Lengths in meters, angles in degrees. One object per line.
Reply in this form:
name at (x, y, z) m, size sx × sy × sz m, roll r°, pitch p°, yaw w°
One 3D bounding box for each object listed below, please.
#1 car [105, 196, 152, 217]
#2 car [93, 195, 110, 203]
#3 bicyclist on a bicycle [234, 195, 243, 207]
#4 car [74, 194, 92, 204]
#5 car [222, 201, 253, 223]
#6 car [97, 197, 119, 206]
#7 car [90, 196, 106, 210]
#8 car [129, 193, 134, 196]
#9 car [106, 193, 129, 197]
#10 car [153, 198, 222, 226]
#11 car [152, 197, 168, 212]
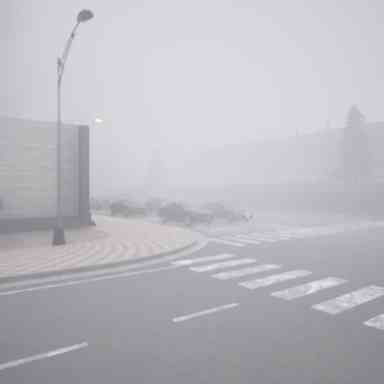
car at (-5.927, 1.403, 30.695) m, size 1.882 × 1.535 × 5.008 m, roll 0°, pitch 0°, yaw -36°
car at (-17.952, 1.435, 65.698) m, size 1.812 × 1.442 × 4.674 m, roll 0°, pitch 0°, yaw -36°
bicyclist on a bicycle at (5.491, 1.205, 39.627) m, size 1.656 × 1.620 × 0.582 m, roll 0°, pitch 0°, yaw -36°
car at (-20.982, 1.267, 63.968) m, size 2.097 × 1.767 × 4.553 m, roll 0°, pitch 0°, yaw -36°
car at (2.463, 1.412, 24.988) m, size 2.128 × 1.511 × 4.902 m, roll 0°, pitch 0°, yaw -36°
car at (-13.629, 1.516, 53.821) m, size 1.895 × 1.301 × 4.718 m, roll 0°, pitch 0°, yaw -36°
car at (-12.412, 1.277, 39.763) m, size 2.097 × 1.767 × 4.553 m, roll 0°, pitch 0°, yaw -36°
car at (-11.737, 1.131, 57.018) m, size 2.150 × 2.045 × 5.566 m, roll 0°, pitch 0°, yaw -36°
car at (-10.289, 1.272, 42.814) m, size 2.097 × 1.767 × 4.553 m, roll 0°, pitch 0°, yaw -35°
car at (-0.470, 1.403, 23.073) m, size 1.882 × 1.535 × 5.008 m, roll 0°, pitch 0°, yaw -36°
car at (-2.898, 1.272, 32.476) m, size 2.097 × 1.767 × 4.553 m, roll 0°, pitch 0°, yaw -36°
